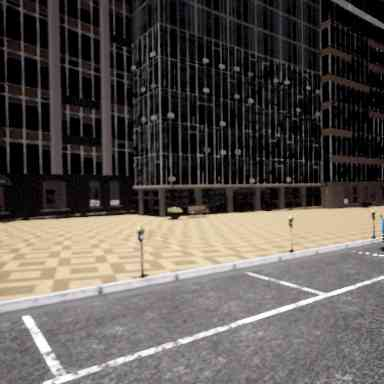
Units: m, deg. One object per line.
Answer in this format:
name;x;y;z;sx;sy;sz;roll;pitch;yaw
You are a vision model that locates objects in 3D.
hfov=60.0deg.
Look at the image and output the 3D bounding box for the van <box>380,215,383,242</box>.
van;9.020;1.301;13.026;3.998;1.788;1.690;0;-1;-36
